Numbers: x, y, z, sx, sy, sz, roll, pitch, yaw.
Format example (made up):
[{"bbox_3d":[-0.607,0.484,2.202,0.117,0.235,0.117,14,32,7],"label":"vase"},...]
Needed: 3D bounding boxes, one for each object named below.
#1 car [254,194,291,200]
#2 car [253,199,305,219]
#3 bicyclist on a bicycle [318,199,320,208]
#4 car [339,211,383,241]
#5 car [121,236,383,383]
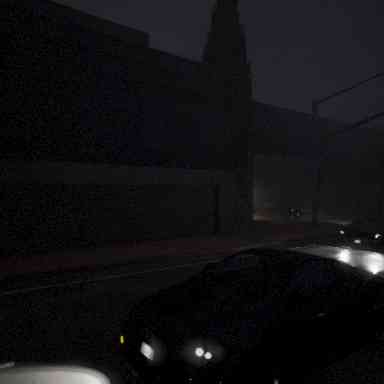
[{"bbox_3d":[8.689,1.221,34.151,2.150,2.045,5.566,0,0,-36],"label":"car"},{"bbox_3d":[7.626,1.601,29.720,1.895,1.301,4.718,0,0,-37],"label":"car"},{"bbox_3d":[16.217,1.303,43.256,1.656,1.620,0.582,0,0,-37],"label":"bicyclist on a bicycle"},{"bbox_3d":[8.598,1.547,14.579,5.357,1.411,2.033,0,0,-37],"label":"car"},{"bbox_3d":[1.129,1.564,4.819,4.181,1.385,1.994,0,0,-36],"label":"car"}]
